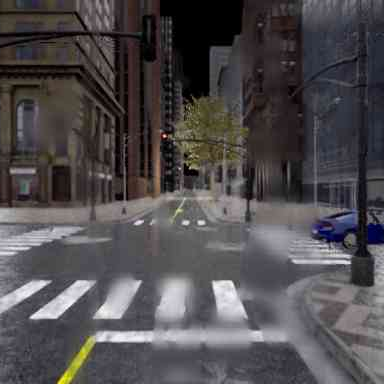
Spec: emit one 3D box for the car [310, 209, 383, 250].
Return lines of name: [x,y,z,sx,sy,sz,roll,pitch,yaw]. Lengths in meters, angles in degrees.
car: [7.667,1.537,14.313,5.008,1.535,1.882,0,-1,-7]

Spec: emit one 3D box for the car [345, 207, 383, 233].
car: [11.866,1.641,19.956,4.403,1.369,2.008,0,0,0]
